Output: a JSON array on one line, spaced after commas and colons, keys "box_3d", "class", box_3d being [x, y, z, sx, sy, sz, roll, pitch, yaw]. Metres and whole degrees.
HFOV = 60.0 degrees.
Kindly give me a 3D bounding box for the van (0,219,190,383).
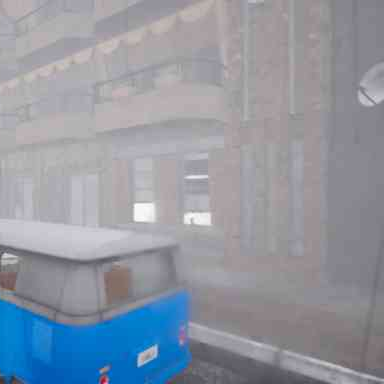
[{"box_3d": [-1.926, 1.315, 4.265, 3.998, 1.788, 1.690, 0, -1, 36], "class": "van"}]
